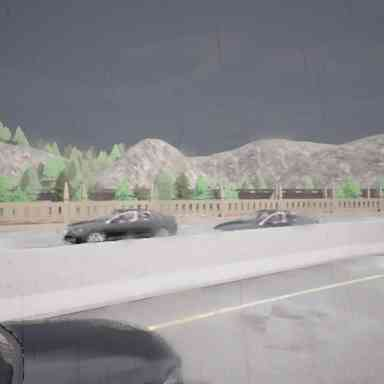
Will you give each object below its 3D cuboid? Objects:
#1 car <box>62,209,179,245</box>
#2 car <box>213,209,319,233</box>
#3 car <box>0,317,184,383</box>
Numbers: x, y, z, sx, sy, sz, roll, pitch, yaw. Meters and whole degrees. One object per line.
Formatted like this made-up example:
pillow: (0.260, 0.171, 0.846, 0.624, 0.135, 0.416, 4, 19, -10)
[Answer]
car: (-2.934, 1.491, 14.289, 4.902, 1.511, 2.128, 0, 0, -31)
car: (3.106, 1.491, 13.750, 4.902, 1.511, 2.128, 0, 0, -28)
car: (-2.187, 1.525, 2.068, 4.674, 1.442, 1.812, 0, 0, -35)
